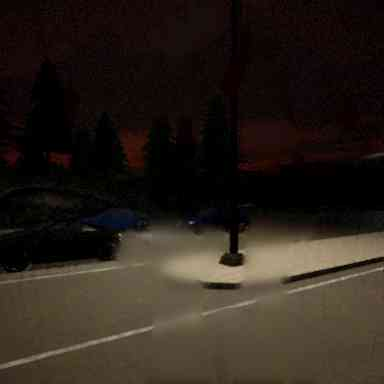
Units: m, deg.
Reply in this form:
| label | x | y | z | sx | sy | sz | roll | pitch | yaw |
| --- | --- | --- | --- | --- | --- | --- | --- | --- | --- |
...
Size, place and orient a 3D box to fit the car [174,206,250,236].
| label | x | y | z | sx | sy | sz | roll | pitch | yaw |
| --- | --- | --- | --- | --- | --- | --- | --- | --- | --- |
| car | 1.219 | 1.554 | 18.783 | 4.674 | 1.442 | 1.812 | 0 | 0 | -35 |

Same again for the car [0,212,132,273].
| label | x | y | z | sx | sy | sz | roll | pitch | yaw |
| --- | --- | --- | --- | --- | --- | --- | --- | --- | --- |
| car | -4.380 | 1.567 | 10.729 | 4.181 | 1.385 | 1.994 | 0 | 0 | -34 |

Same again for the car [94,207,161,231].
| label | x | y | z | sx | sy | sz | roll | pitch | yaw |
| --- | --- | --- | --- | --- | --- | --- | --- | --- | --- |
| car | -4.464 | 1.561 | 19.133 | 5.357 | 1.411 | 2.033 | 0 | 0 | -35 |
